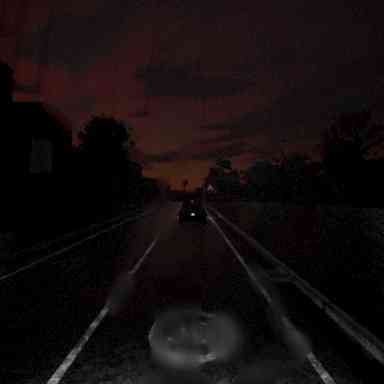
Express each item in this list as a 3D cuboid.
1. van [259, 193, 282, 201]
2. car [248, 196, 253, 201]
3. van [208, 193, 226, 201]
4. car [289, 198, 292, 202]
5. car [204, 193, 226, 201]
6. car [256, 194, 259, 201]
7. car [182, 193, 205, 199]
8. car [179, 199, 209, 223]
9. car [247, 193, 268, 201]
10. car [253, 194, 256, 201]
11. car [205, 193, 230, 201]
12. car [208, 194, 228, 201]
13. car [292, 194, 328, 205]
[{"bbox_3d":[18.296,1.131,76.054,4.442,1.987,1.878,0,-1,-1],"label":"van"},{"bbox_3d":[18.275,1.303,87.227,5.566,2.045,2.435,0,-2,-1],"label":"car"},{"bbox_3d":[6.197,1.232,82.538,4.442,1.987,1.878,0,-1,-1],"label":"van"},{"bbox_3d":[18.587,1.322,55.259,4.674,1.452,2.002,0,0,-1],"label":"car"},{"bbox_3d":[6.042,1.337,88.729,5.566,2.045,2.435,0,-1,-1],"label":"car"},{"bbox_3d":[18.571,1.393,78.847,5.366,1.575,1.946,0,-1,-1],"label":"car"},{"bbox_3d":[0.033,1.107,39.740,2.150,2.045,5.566,0,0,0],"label":"car"},{"bbox_3d":[0.056,1.492,24.676,1.994,1.385,4.181,0,0,0],"label":"car"},{"bbox_3d":[18.197,1.445,92.687,5.566,2.045,2.435,0,-2,-1],"label":"car"},{"bbox_3d":[18.545,1.437,81.508,5.366,1.575,1.946,0,-1,-1],"label":"car"},{"bbox_3d":[5.955,1.359,76.578,5.366,1.575,1.946,0,-1,-1],"label":"car"},{"bbox_3d":[6.142,1.277,79.499,4.553,1.767,2.185,0,-1,-1],"label":"car"},{"bbox_3d":[18.663,1.165,52.088,4.553,1.767,2.185,0,0,0],"label":"car"}]
